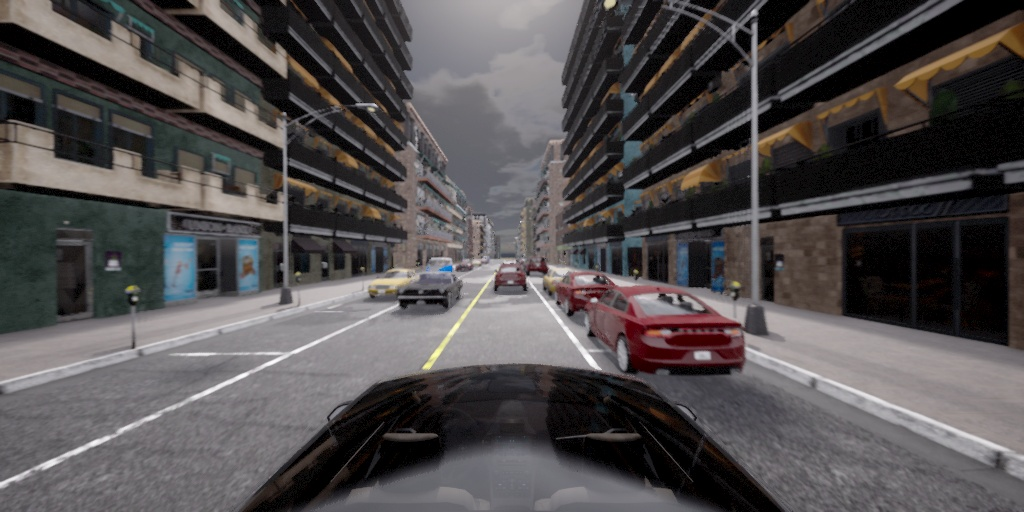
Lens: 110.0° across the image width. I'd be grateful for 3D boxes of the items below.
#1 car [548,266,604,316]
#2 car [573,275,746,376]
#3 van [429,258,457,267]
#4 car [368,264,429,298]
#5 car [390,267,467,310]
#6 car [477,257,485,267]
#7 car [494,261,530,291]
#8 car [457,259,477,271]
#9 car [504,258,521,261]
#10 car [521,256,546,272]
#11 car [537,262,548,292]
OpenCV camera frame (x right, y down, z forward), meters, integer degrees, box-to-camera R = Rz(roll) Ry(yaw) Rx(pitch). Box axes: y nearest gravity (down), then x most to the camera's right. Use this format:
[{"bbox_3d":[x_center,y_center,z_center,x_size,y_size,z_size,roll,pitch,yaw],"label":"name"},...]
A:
[{"bbox_3d":[2.608,1.236,12.939,1.888,1.381,4.507,0,0,-1],"label":"car"},{"bbox_3d":[2.663,1.256,7.274,1.888,1.381,4.507,0,0,-1],"label":"car"},{"bbox_3d":[-5.938,1.041,29.861,1.690,1.789,3.998,0,0,-1],"label":"van"},{"bbox_3d":[-5.826,1.255,18.369,1.751,1.417,4.829,0,0,-1],"label":"car"},{"bbox_3d":[-3.199,1.324,14.764,1.895,1.301,4.718,0,0,0],"label":"car"},{"bbox_3d":[-6.266,1.174,63.660,1.751,1.417,4.829,0,0,-1],"label":"car"},{"bbox_3d":[-0.087,1.207,21.327,1.812,1.442,4.674,0,0,0],"label":"car"},{"bbox_3d":[-6.103,1.109,46.845,1.967,1.591,4.097,0,0,-1],"label":"car"},{"bbox_3d":[-0.254,1.137,38.873,2.128,1.511,4.902,0,0,0],"label":"car"},{"bbox_3d":[2.388,0.947,35.579,2.192,1.841,5.009,0,0,-1],"label":"car"},{"bbox_3d":[2.551,1.198,18.767,1.751,1.417,4.829,0,0,-1],"label":"car"}]
